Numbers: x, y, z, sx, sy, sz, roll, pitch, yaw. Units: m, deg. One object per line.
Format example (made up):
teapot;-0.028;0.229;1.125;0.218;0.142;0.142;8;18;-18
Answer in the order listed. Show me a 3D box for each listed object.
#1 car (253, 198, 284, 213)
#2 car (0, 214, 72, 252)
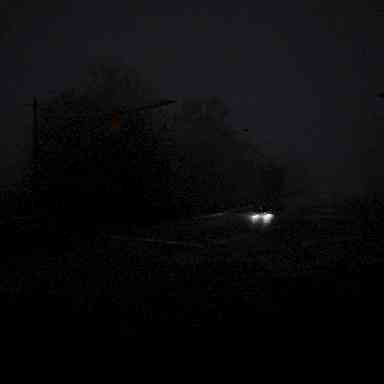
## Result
car;7.803;1.296;33.693;1.994;1.385;4.181;-1;2;35
car;-7.051;1.621;12.700;2.128;1.511;4.902;-1;0;35
